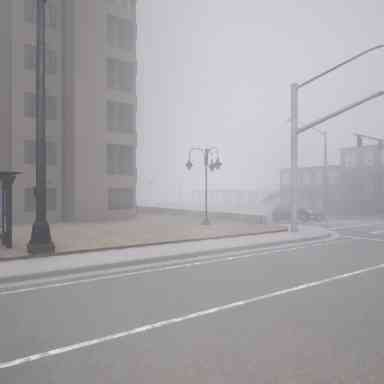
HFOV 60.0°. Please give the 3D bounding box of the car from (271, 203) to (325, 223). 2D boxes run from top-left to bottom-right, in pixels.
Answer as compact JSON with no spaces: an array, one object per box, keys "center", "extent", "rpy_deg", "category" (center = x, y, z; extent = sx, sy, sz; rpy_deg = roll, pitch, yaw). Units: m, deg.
[{"center":[9.178,1.744,29.127],"extent":[2.097,1.767,4.553],"rpy_deg":[1,-5,-36],"category":"car"}]
